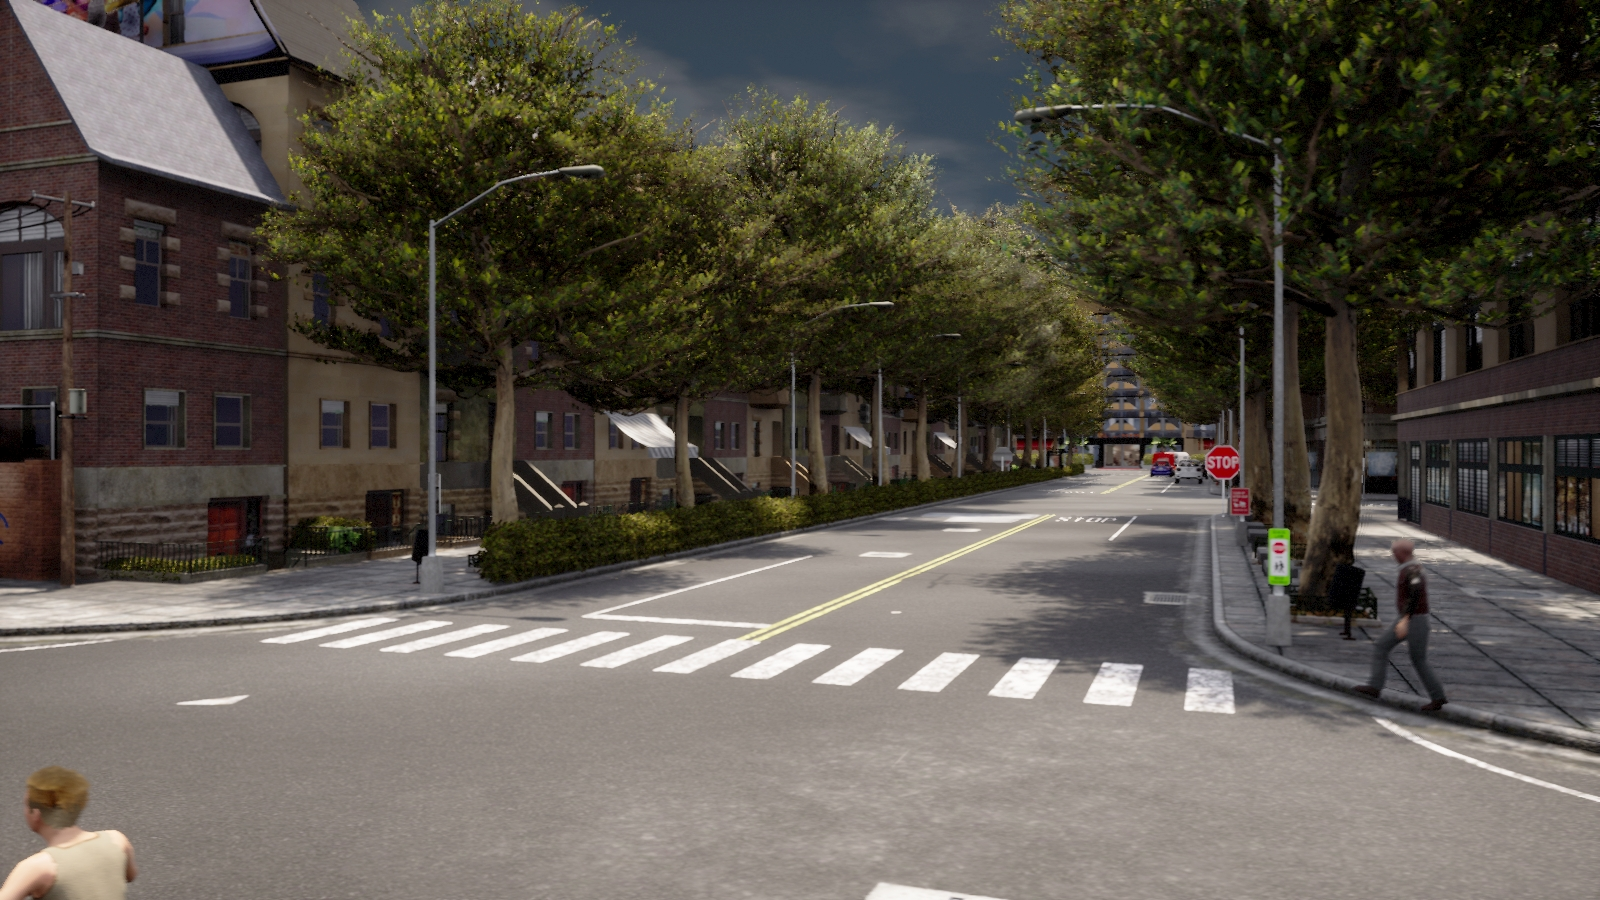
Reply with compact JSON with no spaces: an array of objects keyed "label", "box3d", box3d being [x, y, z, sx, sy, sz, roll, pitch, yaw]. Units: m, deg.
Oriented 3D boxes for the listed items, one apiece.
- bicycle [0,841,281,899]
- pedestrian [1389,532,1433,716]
[{"label":"bicycle","box3d":[-2.887,2.253,4.340,1.487,1.080,0.859,0,0,20]},{"label":"pedestrian","box3d":[6.445,1.817,12.066,0.375,1.860,0.375,0,0,23]}]
